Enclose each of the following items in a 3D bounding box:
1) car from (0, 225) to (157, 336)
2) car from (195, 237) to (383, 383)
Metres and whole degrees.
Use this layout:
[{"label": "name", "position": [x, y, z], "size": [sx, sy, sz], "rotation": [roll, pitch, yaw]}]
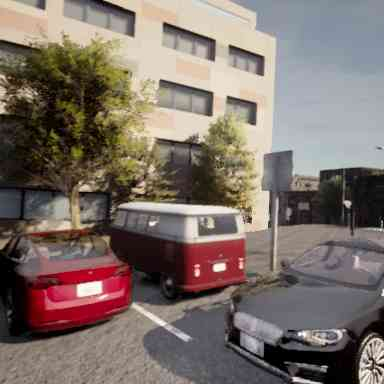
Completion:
[{"label": "car", "position": [-2.901, 1.514, 6.933], "size": [2.163, 1.488, 4.792], "rotation": [0, 0, -35]}, {"label": "car", "position": [2.697, 1.539, 5.256], "size": [4.902, 1.511, 2.128], "rotation": [1, -1, -35]}]
